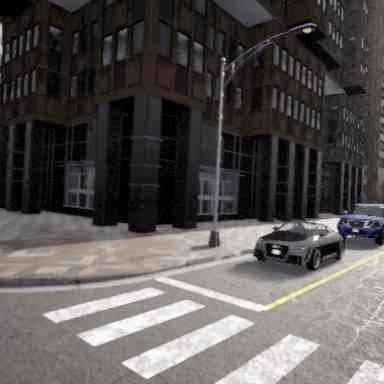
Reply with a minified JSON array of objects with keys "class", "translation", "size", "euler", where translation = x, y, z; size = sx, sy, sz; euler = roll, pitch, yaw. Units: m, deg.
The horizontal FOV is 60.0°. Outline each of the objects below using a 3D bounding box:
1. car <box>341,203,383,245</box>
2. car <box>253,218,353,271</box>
[{"class":"car","translation":[10.171,1.702,19.042],"size":[2.150,2.045,5.566],"euler":[3,0,41]},{"class":"car","translation":[3.929,1.749,11.862],"size":[1.994,1.385,4.181],"euler":[3,0,41]}]
